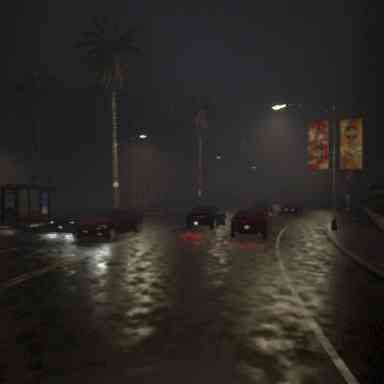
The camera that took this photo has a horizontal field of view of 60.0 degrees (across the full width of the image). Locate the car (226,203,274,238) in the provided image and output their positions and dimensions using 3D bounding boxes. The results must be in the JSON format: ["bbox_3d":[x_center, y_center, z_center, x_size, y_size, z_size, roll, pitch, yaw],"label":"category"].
[{"bbox_3d":[3.443,1.626,18.826,1.882,1.535,5.008,0,-1,17],"label":"car"}]

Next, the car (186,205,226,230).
[{"bbox_3d":[1.075,1.676,22.646,1.837,1.490,4.892,0,-1,20],"label":"car"}]

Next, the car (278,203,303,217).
[{"bbox_3d":[10.470,1.832,35.225,2.033,1.411,5.357,0,0,26],"label":"car"}]

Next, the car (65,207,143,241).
[{"bbox_3d":[-4.307,1.602,17.932,1.882,1.535,5.008,0,0,16],"label":"car"}]

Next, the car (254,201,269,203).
[{"bbox_3d":[8.131,1.808,38.379,1.837,1.490,4.892,0,0,26],"label":"car"}]

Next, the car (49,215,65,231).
[{"bbox_3d":[-6.864,1.695,21.920,2.033,1.411,5.357,0,0,18],"label":"car"}]
